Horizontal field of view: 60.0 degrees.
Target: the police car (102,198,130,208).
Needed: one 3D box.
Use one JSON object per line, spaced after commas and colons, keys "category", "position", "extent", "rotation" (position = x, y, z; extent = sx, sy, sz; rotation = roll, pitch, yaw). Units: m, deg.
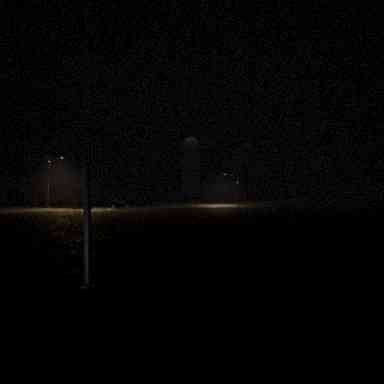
{"category": "police car", "position": [-12.926, 1.915, 56.693], "extent": [1.930, 1.638, 5.238], "rotation": [1, 0, 36]}
